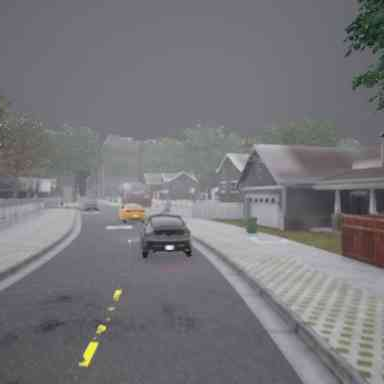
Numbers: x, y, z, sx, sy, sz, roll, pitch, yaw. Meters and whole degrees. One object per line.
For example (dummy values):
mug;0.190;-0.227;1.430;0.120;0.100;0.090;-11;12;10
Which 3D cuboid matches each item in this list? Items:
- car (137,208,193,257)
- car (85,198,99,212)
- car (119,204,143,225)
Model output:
car;-1.190;1.646;13.708;1.837;1.490;4.892;0;0;-10
car;-14.023;1.998;46.516;2.033;1.411;5.357;0;-1;-18
car;-5.290;1.764;29.130;1.882;1.535;5.008;0;0;-18
